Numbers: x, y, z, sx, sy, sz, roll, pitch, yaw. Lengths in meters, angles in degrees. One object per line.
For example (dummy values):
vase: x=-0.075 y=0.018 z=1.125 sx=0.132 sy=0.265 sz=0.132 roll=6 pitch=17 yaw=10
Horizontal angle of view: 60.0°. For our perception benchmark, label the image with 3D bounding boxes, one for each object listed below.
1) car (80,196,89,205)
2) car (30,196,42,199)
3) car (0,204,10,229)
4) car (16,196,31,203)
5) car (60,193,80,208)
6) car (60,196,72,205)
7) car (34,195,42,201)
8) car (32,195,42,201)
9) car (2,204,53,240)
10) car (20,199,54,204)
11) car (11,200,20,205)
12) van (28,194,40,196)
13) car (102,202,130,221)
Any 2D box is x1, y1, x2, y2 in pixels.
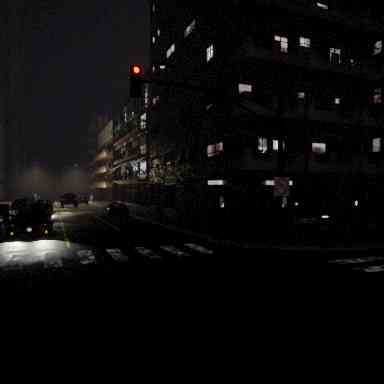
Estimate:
car: x=-19.401 y=1.407 z=58.744 sx=1.967 sy=1.590 sz=4.097 roll=-1 pitch=0 yaw=-23
car: x=-16.168 y=1.470 z=36.310 sx=2.128 sy=1.511 sz=4.902 roll=0 pitch=0 yaw=-23
car: x=-11.789 y=1.514 z=18.837 sx=1.752 sy=1.417 sz=4.829 roll=-1 pitch=0 yaw=-23
car: x=-20.583 y=1.522 z=39.860 sx=1.887 sy=1.381 sz=4.507 roll=-1 pitch=0 yaw=-23
car: x=-18.079 y=1.194 z=48.898 sx=2.150 sy=2.045 sz=5.566 roll=0 pitch=0 yaw=-22
car: x=-22.423 y=1.492 z=59.294 sx=1.812 sy=1.442 sz=4.674 roll=0 pitch=0 yaw=-23
car: x=-40.224 y=1.537 z=86.809 sx=1.802 sy=1.307 sz=4.206 roll=-1 pitch=0 yaw=-23
car: x=-38.042 y=1.508 z=81.592 sx=2.008 sy=1.369 sz=4.403 roll=-1 pitch=0 yaw=-23
car: x=-8.220 y=1.554 z=17.065 sx=1.994 sy=1.385 sz=4.181 roll=0 pitch=0 yaw=-23
car: x=-12.312 y=1.531 z=26.929 sx=2.033 sy=1.411 sz=5.357 roll=0 pitch=0 yaw=-22
car: x=-14.037 y=1.552 z=24.211 sx=1.947 sy=1.339 sz=4.313 roll=-1 pitch=0 yaw=-23
van: x=-29.316 y=1.308 z=60.725 sx=1.690 sy=1.788 sz=3.998 roll=-1 pitch=0 yaw=-23
car: x=-6.306 y=1.534 z=27.445 sx=2.008 sy=1.369 sz=4.403 roll=-1 pitch=0 yaw=-23
